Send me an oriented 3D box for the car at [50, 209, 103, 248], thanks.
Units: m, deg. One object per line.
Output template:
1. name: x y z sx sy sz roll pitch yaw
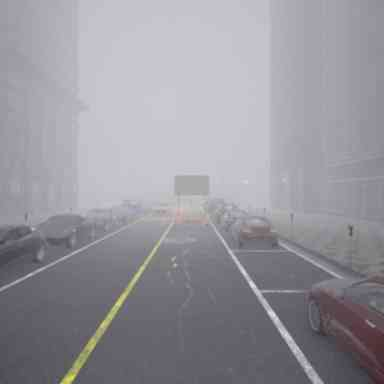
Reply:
1. car: -5.769 1.670 15.199 1.947 1.339 4.313 0 0 0

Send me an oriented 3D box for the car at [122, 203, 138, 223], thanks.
1. car: -5.772 1.765 26.473 1.802 1.307 4.206 0 0 0

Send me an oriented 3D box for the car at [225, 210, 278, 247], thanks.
1. car: 2.756 1.686 15.207 1.802 1.307 4.206 0 0 0

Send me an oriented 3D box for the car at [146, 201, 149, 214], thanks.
1. car: -5.775 1.790 37.575 1.752 1.417 4.829 0 0 0

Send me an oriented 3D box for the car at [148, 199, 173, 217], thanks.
1. car: -3.105 1.725 35.302 1.882 1.535 5.008 0 0 0

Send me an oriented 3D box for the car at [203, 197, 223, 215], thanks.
1. car: 2.748 1.580 37.752 2.192 1.841 5.009 0 0 0

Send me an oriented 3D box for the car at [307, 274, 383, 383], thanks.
1. car: 2.759 1.609 3.934 1.802 1.307 4.206 0 0 0

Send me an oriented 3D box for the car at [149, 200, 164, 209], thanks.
1. car: -5.780 1.961 54.654 1.947 1.339 4.313 0 0 0

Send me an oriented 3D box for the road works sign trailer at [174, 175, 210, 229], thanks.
1. road works sign trailer: -0.006 0.621 22.739 2.380 3.560 2.880 0 0 0

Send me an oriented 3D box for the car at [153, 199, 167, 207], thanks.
1. car: -5.782 1.990 60.291 2.008 1.369 4.403 0 0 0

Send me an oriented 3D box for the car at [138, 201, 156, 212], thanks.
1. car: -5.777 1.890 43.382 1.802 1.307 4.206 0 0 0

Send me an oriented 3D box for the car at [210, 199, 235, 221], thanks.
1. car: 2.752 1.623 26.480 1.967 1.590 4.097 0 0 0

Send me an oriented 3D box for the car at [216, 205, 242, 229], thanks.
1. car: 2.754 1.725 20.844 1.802 1.307 4.206 0 0 0

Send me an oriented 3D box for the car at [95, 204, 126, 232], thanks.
1. car: -5.771 1.694 20.836 2.008 1.369 4.403 0 0 0

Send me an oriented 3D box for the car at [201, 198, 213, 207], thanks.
1. car: 2.743 1.879 60.296 1.967 1.590 4.097 0 0 0

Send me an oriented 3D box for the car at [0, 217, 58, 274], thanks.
1. car: -5.767 1.632 9.563 1.947 1.339 4.313 0 0 0

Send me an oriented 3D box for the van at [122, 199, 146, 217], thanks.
1. van: -5.775 1.565 32.111 1.690 1.788 3.998 0 0 0

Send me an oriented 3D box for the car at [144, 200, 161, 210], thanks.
1. car: -5.778 1.917 49.018 1.947 1.339 4.313 0 0 0

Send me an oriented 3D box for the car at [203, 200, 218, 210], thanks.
1. car: 2.747 1.917 49.023 1.947 1.339 4.313 0 0 0
